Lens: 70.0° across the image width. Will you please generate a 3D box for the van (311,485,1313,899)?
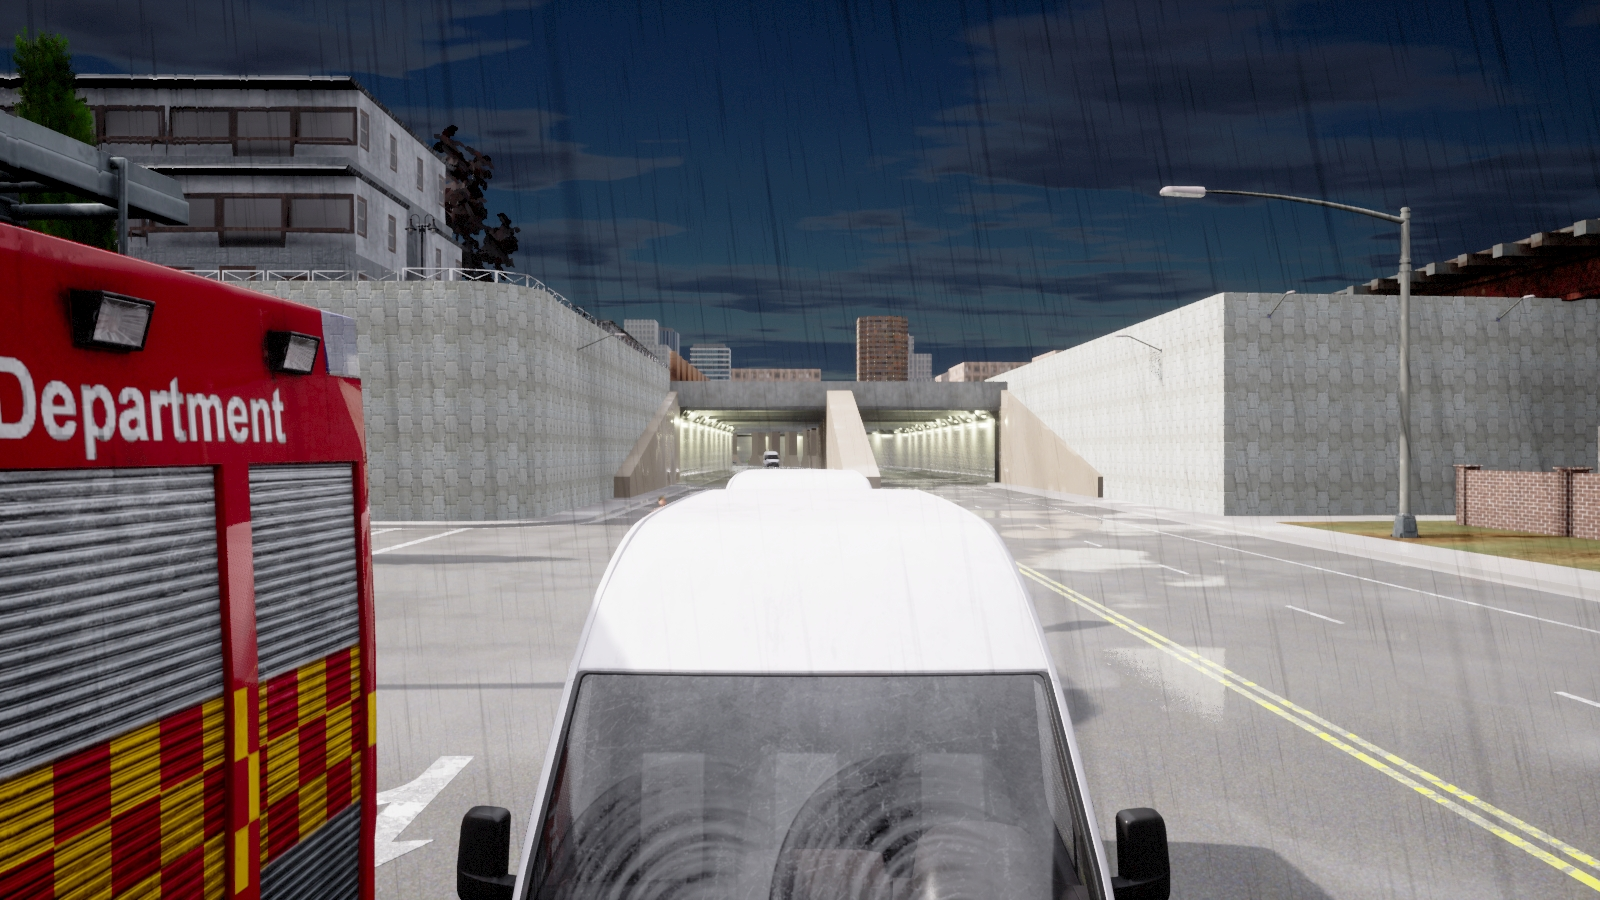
[{"bbox_3d":[0.047,1.534,5.226,1.988,2.561,5.915,0,0,1],"label":"van"}]
